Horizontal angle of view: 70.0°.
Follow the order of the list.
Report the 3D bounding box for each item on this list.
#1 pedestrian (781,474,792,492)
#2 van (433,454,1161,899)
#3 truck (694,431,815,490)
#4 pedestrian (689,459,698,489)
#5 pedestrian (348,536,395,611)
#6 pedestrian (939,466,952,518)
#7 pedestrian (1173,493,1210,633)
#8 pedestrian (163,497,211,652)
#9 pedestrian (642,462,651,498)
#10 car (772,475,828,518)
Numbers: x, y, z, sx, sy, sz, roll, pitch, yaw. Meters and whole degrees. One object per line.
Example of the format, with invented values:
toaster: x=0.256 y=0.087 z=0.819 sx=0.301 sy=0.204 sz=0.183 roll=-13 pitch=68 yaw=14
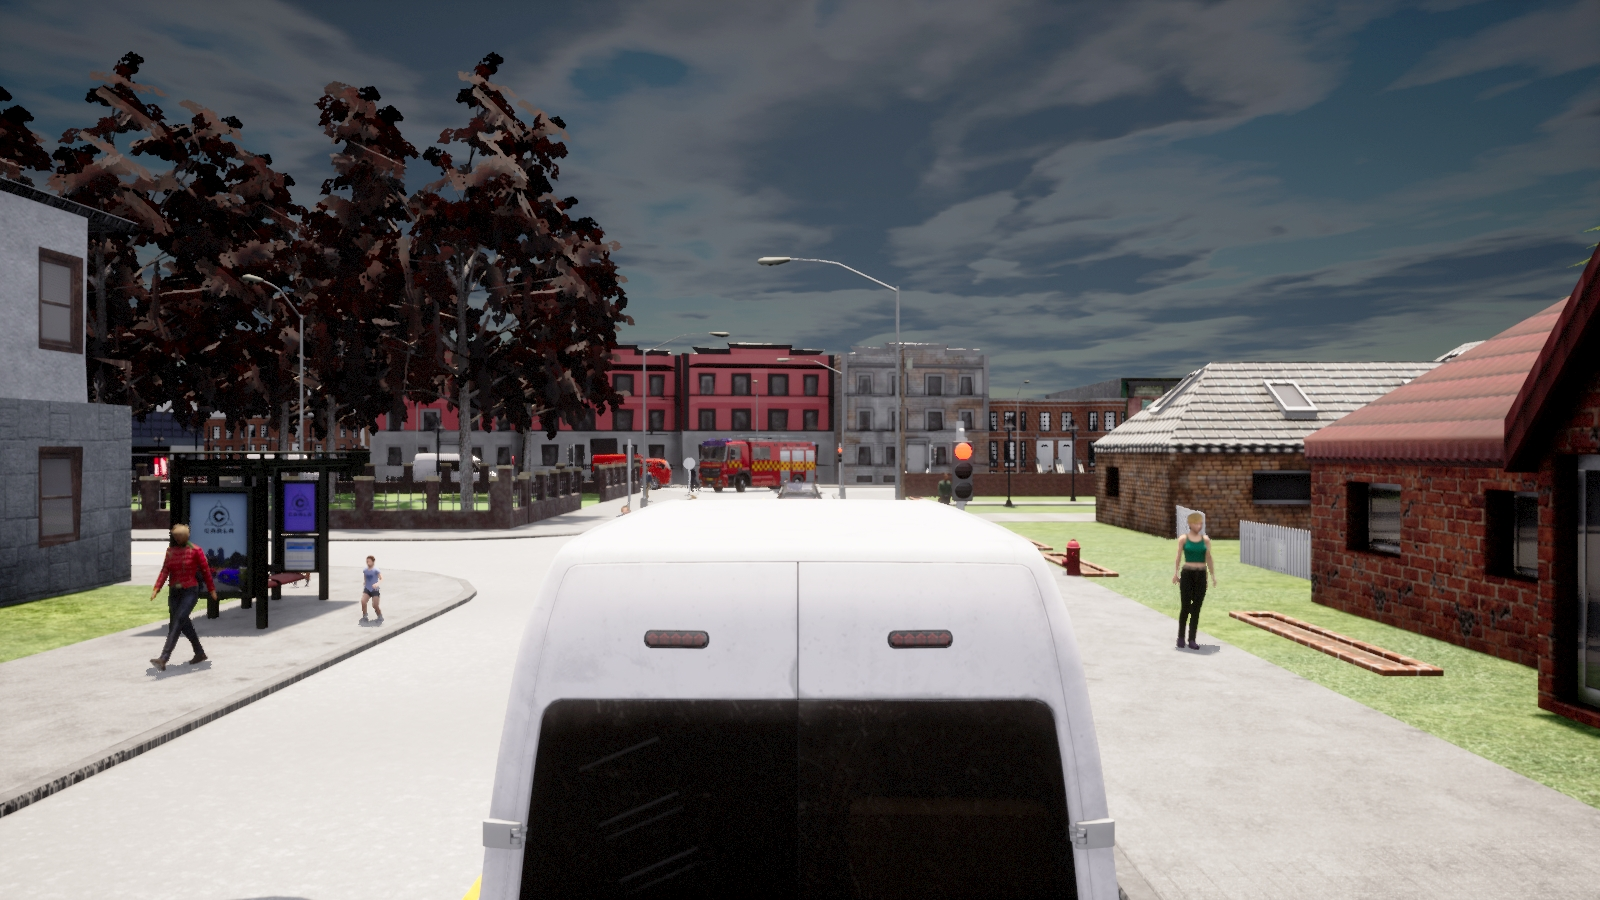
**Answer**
pedestrian: x=-0.821 y=2.008 z=70.499 sx=0.500 sy=1.100 sz=0.500 roll=0 pitch=0 yaw=25
van: x=-0.009 y=1.315 z=6.082 sx=1.988 sy=2.561 sz=5.915 roll=0 pitch=0 yaw=0
truck: x=-3.017 y=0.670 z=78.008 sx=8.468 sy=3.827 sz=2.891 roll=0 pitch=0 yaw=-43
pedestrian: x=-6.735 y=1.525 z=72.341 sx=0.375 sy=1.860 sz=0.375 roll=0 pitch=0 yaw=44
pedestrian: x=-6.598 y=1.897 z=17.620 sx=0.500 sy=1.100 sz=0.500 roll=0 pitch=0 yaw=8
pedestrian: x=5.236 y=1.523 z=41.136 sx=0.375 sy=1.860 sz=0.375 roll=0 pitch=0 yaw=-4
pedestrian: x=5.301 y=1.524 z=15.473 sx=0.375 sy=1.860 sz=0.375 roll=0 pitch=0 yaw=-1
pedestrian: x=-7.533 y=1.517 z=14.038 sx=0.375 sy=1.860 sz=0.375 roll=0 pitch=0 yaw=5
pedestrian: x=-7.858 y=1.526 z=58.552 sx=0.375 sy=1.860 sz=0.375 roll=0 pitch=0 yaw=4
car: x=-0.016 y=1.827 z=45.898 sx=2.128 sy=1.511 sz=4.902 roll=0 pitch=0 yaw=0
